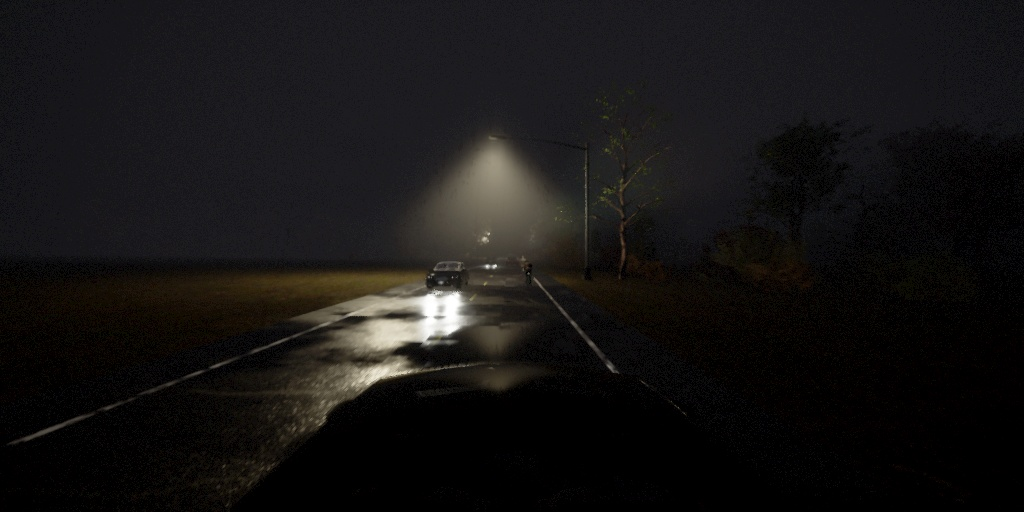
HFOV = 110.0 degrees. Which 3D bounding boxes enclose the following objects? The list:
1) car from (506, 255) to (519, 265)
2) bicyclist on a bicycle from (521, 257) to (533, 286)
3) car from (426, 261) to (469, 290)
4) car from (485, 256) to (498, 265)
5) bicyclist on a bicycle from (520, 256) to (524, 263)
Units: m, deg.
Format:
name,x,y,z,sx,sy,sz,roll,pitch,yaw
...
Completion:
name,x,y,z,sx,sy,sz,roll,pitch,yaw
car,0.053,0.813,58.452,1.994,1.385,4.181,0,1,0
bicyclist on a bicycle,0.962,1.032,20.912,0.582,1.620,1.656,0,0,0
car,-3.591,1.075,20.631,2.128,1.511,4.902,0,0,0
car,-3.528,0.711,61.517,2.128,1.511,4.902,0,1,1
bicyclist on a bicycle,0.961,0.860,31.062,0.659,1.776,1.843,0,1,0
